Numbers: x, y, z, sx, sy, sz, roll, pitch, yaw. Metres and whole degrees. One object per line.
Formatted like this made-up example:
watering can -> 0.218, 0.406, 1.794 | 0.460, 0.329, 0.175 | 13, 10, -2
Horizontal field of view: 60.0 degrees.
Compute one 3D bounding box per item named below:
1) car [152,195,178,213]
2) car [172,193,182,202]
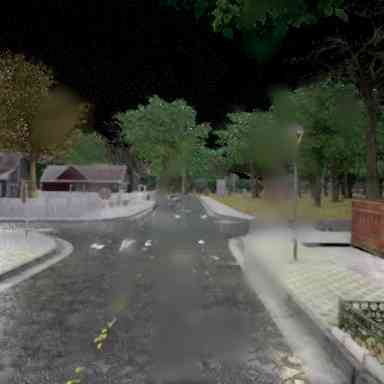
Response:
car -> -2.687, 1.237, 31.719 | 1.895, 1.301, 4.718 | 0, 1, 0
car -> -2.641, 0.916, 55.485 | 2.128, 1.511, 4.902 | 0, 1, 0
